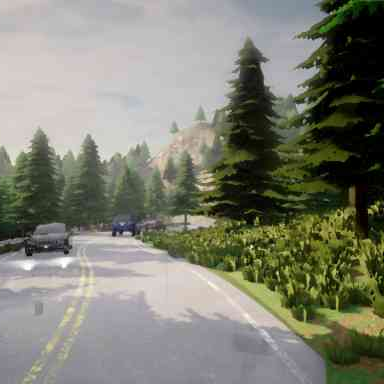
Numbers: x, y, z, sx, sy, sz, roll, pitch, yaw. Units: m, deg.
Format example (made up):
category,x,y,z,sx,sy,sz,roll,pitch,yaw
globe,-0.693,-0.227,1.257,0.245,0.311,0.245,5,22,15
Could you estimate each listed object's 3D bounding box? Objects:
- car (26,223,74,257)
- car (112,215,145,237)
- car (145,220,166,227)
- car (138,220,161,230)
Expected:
category,x,y,z,sx,sy,sz,roll,pitch,yaw
car,-7.223,2.370,17.167,1.837,1.490,4.892,0,-4,-17
car,-6.384,3.293,32.902,2.150,2.045,5.566,0,-5,-1
car,-4.945,4.611,45.322,1.812,1.442,4.674,0,-5,13
car,-6.635,5.127,52.623,1.812,1.442,4.674,0,-4,16
